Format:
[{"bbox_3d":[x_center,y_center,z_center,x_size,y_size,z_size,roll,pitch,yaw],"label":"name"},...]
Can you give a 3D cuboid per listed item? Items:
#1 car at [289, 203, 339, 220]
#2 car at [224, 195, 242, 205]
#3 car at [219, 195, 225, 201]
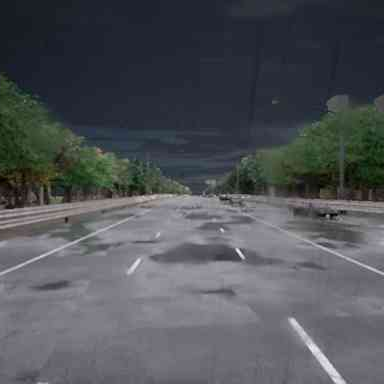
[{"bbox_3d":[10.098,1.566,27.978,1.895,1.301,4.718,0,0,-12],"label":"car"},{"bbox_3d":[7.002,1.372,54.385,2.128,1.511,4.902,0,0,0],"label":"car"},{"bbox_3d":[7.054,1.322,74.756,1.882,1.535,5.008,0,0,0],"label":"car"}]
